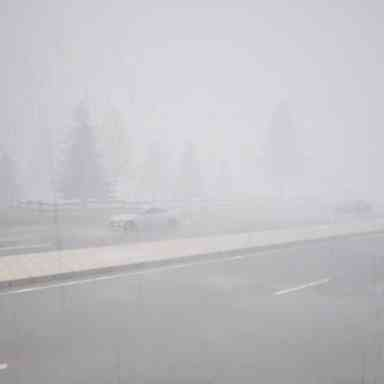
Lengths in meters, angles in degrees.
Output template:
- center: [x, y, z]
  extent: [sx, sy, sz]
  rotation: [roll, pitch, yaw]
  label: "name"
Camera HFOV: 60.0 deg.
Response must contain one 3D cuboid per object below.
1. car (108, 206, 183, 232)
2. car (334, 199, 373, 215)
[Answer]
- center: [-2.755, 1.577, 20.321]
  extent: [4.674, 1.442, 1.812]
  rotation: [-1, 1, -36]
  label: "car"
- center: [16.574, 1.520, 34.170]
  extent: [5.008, 1.535, 1.882]
  rotation: [-1, 1, -35]
  label: "car"
